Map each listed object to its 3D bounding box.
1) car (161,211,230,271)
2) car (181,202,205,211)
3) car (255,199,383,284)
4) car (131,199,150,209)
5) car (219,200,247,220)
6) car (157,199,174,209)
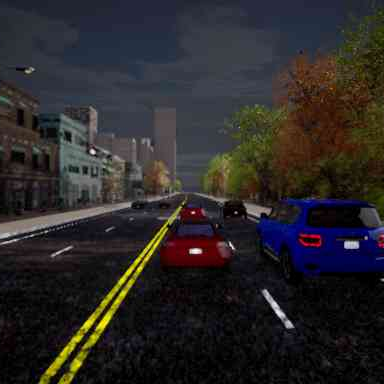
[{"bbox_3d":[0.097,1.541,10.842,1.994,1.385,4.181,0,0,0],"label":"car"},{"bbox_3d":[0.092,1.507,26.823,1.994,1.385,4.181,0,0,0],"label":"car"},{"bbox_3d":[3.348,1.201,9.664,2.150,2.045,5.566,0,0,0],"label":"car"},{"bbox_3d":[-6.604,1.510,42.916,1.895,1.301,4.718,0,0,0],"label":"car"},{"bbox_3d":[3.341,1.419,27.767,1.882,1.535,5.008,0,0,0],"label":"car"},{"bbox_3d":[-3.355,1.510,42.938,1.895,1.301,4.718,0,0,0],"label":"car"}]
